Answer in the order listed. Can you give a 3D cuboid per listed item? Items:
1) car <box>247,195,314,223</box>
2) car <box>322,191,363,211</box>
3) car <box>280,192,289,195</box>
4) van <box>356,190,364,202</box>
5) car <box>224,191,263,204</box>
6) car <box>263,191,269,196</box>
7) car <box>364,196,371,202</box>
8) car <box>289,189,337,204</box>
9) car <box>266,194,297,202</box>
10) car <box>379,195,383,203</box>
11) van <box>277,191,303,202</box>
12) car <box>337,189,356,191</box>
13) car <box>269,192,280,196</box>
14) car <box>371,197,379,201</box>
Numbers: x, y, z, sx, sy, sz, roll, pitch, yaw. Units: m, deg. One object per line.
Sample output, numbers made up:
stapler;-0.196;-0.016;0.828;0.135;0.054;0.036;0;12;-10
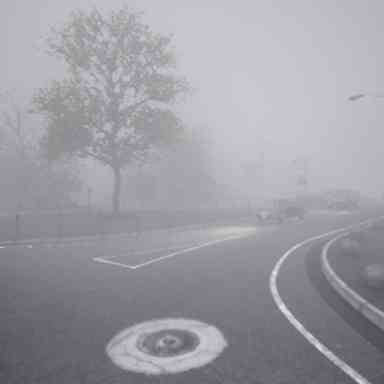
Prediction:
car;6.253;1.233;23.165;2.128;1.511;4.902;-1;1;43
car;14.710;0.982;32.391;1.812;1.442;4.674;-1;1;42
car;14.914;1.105;60.208;5.366;1.575;1.946;-1;-1;42
van;23.274;0.671;51.069;4.442;1.987;1.878;-1;-1;42
car;7.573;0.823;51.774;5.566;2.045;2.435;-1;-1;42
car;9.345;1.073;53.771;4.892;1.521;2.231;-1;-1;42
car;25.379;0.793;53.259;4.553;1.767;2.185;-1;-2;42
car;15.198;0.749;41.996;4.553;1.767;2.185;-1;-1;42
car;16.703;1.130;62.177;5.366;1.575;1.946;-1;-2;42
car;29.539;0.545;48.448;2.150;2.045;5.566;-1;-1;43
van;18.804;0.935;64.046;4.442;1.987;1.878;-1;-2;42
car;19.180;0.616;46.422;5.566;2.045;2.435;-1;-1;42
car;11.226;0.821;55.835;5.566;2.045;2.435;-1;-1;42
car;27.501;0.947;55.271;5.366;1.575;1.946;-1;-2;42
